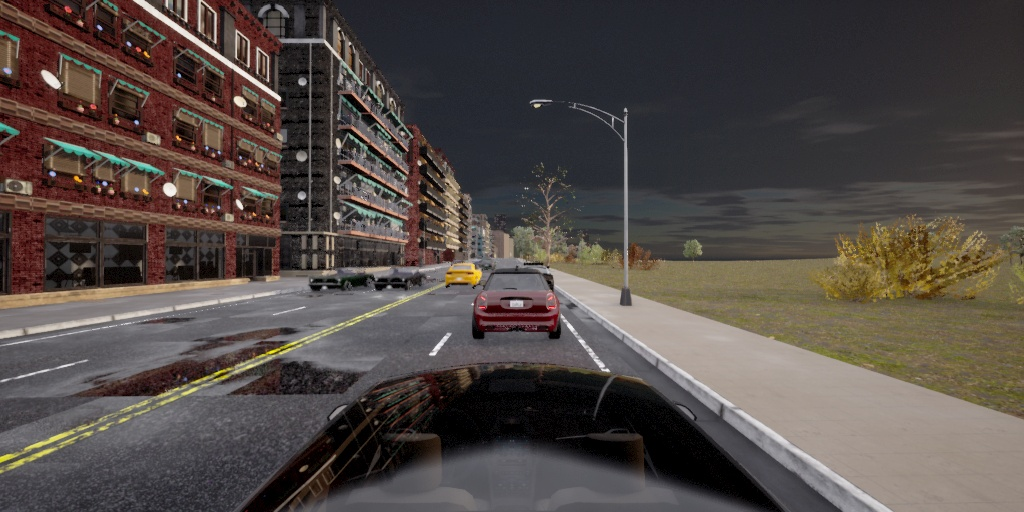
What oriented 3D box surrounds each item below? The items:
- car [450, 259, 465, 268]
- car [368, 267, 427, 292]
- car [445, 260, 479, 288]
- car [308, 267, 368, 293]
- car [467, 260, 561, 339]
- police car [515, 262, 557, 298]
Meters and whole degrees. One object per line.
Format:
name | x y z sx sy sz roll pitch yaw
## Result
car | -9.692 1.317 63.690 1.994 1.385 4.181 0 0 1
car | -6.563 1.354 21.409 1.895 1.301 4.718 0 0 0
car | -3.111 1.231 23.663 1.882 1.535 5.008 0 0 0
car | -9.816 1.354 20.999 1.895 1.301 4.718 0 0 0
car | 0.111 1.104 10.236 2.097 1.767 4.553 0 0 0
police car | 1.170 1.178 19.731 1.930 1.638 5.238 0 0 0
